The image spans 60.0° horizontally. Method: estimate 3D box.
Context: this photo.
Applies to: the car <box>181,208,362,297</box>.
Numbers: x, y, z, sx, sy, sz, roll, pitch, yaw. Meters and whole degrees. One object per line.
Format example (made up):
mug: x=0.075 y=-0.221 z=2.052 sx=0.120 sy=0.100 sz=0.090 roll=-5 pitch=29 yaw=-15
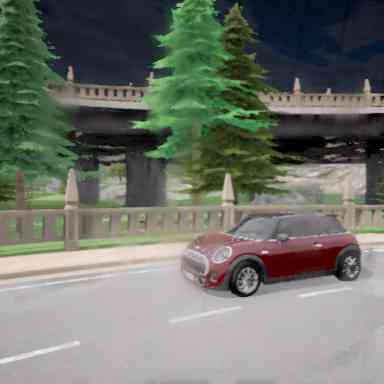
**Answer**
car: x=2.012 y=1.307 z=8.435 sx=4.553 sy=1.767 sz=2.097 roll=0 pitch=0 yaw=-24
